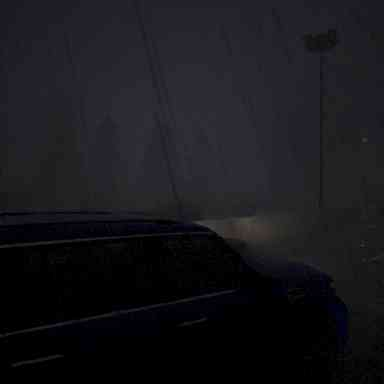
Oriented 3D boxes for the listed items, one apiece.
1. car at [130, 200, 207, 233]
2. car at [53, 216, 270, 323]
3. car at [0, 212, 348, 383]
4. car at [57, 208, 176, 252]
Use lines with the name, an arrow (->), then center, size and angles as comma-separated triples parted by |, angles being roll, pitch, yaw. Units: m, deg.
car -> -1.415, 1.411, 21.007 | 4.553, 1.767, 2.097 | 0, 0, -43
car -> -0.482, 1.502, 8.041 | 5.008, 1.535, 1.882 | 0, 0, -38
car -> -0.692, 1.231, 3.379 | 5.566, 2.045, 2.150 | 0, 0, -37
car -> -3.252, 1.551, 14.933 | 4.892, 1.490, 1.837 | 1, -1, -39
